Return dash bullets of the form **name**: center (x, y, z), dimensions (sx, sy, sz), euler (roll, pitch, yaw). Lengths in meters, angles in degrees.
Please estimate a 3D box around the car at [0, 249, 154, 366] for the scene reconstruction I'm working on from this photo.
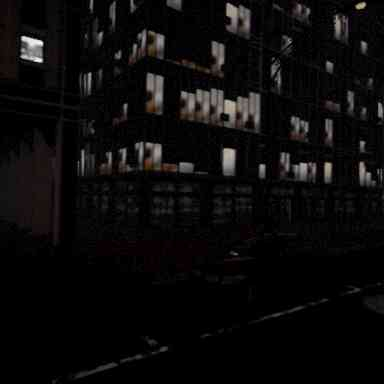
- **car**: center (-2.605, 1.572, 4.686), dimensions (4.313, 1.339, 1.947), euler (1, 0, -35)

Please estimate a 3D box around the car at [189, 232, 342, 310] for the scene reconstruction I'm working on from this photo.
- **car**: center (1.910, 1.649, 7.905), dimensions (4.206, 1.307, 1.802), euler (1, 0, -35)
